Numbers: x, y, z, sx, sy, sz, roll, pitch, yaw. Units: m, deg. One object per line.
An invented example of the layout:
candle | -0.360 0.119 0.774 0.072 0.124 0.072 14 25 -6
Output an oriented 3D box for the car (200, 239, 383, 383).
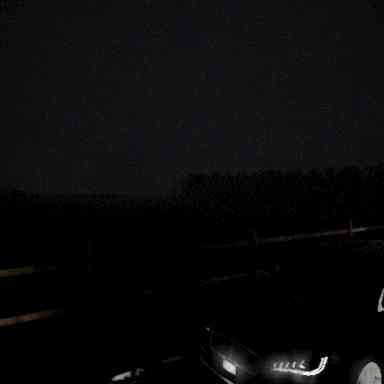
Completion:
car | 2.355 1.506 4.746 4.892 1.490 1.837 0 0 -35
